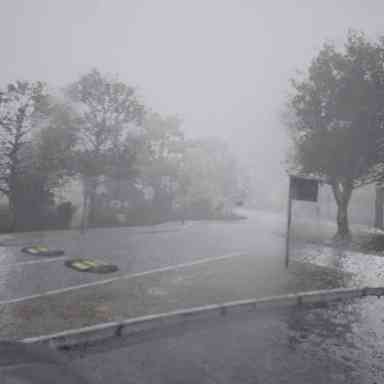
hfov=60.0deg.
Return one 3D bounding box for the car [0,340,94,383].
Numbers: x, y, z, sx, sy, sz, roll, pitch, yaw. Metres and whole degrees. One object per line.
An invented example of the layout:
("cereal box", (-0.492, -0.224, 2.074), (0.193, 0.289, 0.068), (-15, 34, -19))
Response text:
("car", (-2.743, 1.474, 1.266), (4.892, 1.490, 1.837), (1, 0, -37))
